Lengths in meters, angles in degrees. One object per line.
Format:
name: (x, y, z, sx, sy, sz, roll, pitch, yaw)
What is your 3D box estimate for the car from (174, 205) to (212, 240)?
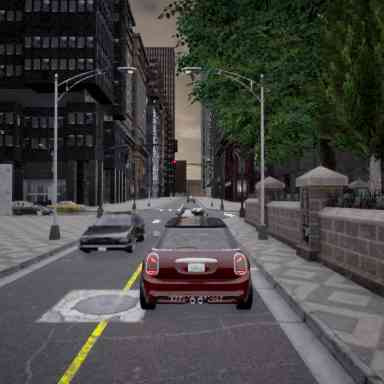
car: (0.035, 1.541, 18.138, 1.812, 1.442, 4.674, 0, 0, 0)

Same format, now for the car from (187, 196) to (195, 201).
car: (-0.315, 1.805, 91.408, 1.994, 1.385, 4.181, 0, 0, 0)

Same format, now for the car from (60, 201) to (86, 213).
car: (-14.902, 1.675, 38.570, 4.829, 1.417, 1.752, 0, -1, 0)

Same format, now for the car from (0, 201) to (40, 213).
car: (-20.245, 1.707, 38.581, 4.403, 1.369, 2.008, 0, -1, 0)

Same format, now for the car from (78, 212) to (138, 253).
car: (-3.045, 1.558, 13.922, 2.033, 1.411, 5.357, 0, 0, 0)

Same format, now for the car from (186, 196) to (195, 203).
car: (-0.259, 1.699, 75.531, 1.812, 1.442, 4.674, 0, 0, 0)

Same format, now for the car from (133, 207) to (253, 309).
car: (0.071, 1.357, 8.012, 2.097, 1.767, 4.553, 0, 0, 0)

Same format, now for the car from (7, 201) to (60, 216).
car: (-14.741, 1.517, 30.046, 4.403, 1.369, 2.008, 0, -1, 0)
